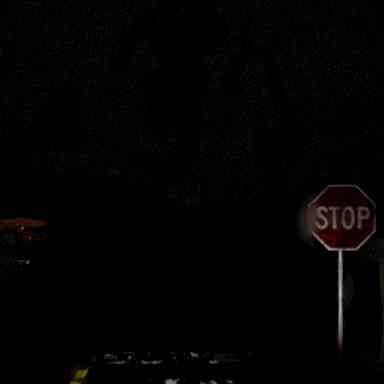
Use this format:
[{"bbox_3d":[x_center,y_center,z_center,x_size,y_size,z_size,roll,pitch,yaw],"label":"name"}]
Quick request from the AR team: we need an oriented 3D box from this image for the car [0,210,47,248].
[{"bbox_3d":[-8.481,1.339,13.421,5.008,1.535,1.882,1,0,0],"label":"car"}]
